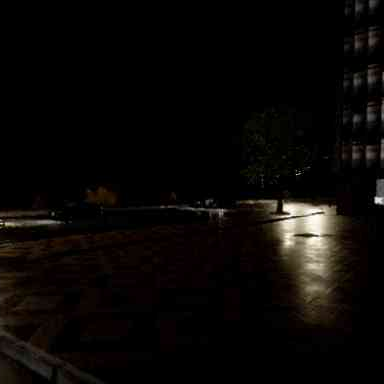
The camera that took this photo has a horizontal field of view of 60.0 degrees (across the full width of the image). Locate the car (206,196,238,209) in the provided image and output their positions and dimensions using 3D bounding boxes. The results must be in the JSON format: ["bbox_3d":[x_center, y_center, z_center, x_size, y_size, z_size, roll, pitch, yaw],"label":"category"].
[{"bbox_3d":[4.273,1.394,43.530,1.812,1.442,4.674,1,1,38],"label":"car"}]

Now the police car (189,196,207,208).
[{"bbox_3d":[1.582,1.316,45.239,2.038,1.542,4.974,1,1,38],"label":"police car"}]

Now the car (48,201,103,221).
[{"bbox_3d":[-9.194,1.455,26.467,1.994,1.385,4.181,1,1,38],"label":"car"}]
